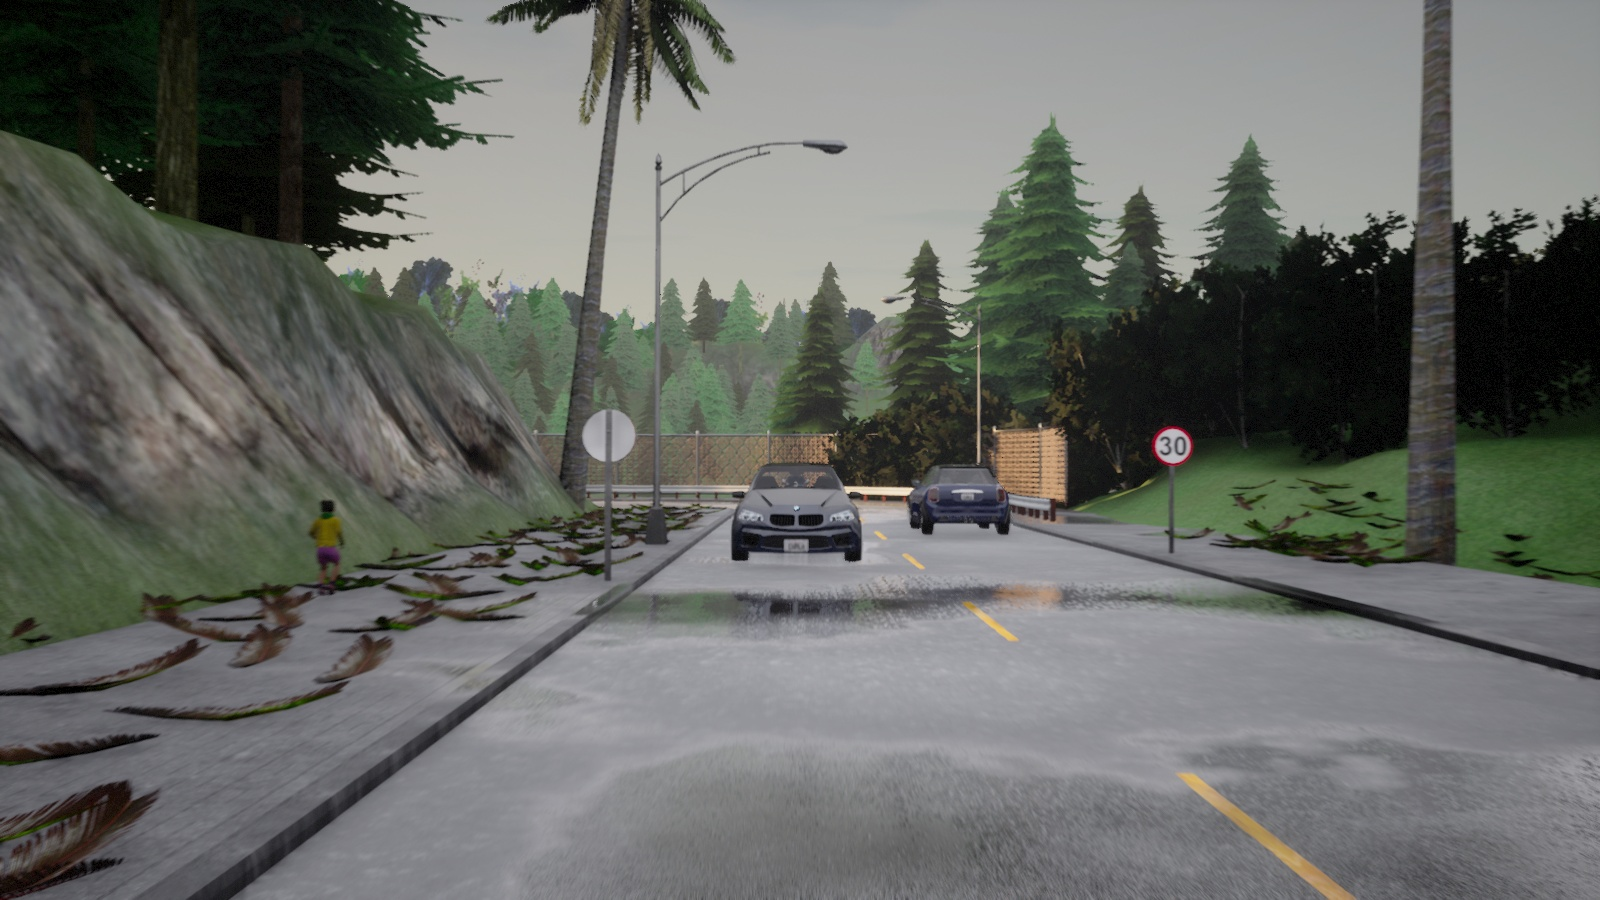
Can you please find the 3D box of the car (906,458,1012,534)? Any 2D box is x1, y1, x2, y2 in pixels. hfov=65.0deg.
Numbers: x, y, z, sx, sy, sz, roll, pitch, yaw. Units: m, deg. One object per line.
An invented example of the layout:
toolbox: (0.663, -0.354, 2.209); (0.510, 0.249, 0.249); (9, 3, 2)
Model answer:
car: (3.926, 1.116, 31.793); (2.097, 1.767, 4.553); (0, -1, 0)

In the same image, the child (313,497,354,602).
child: (-5.331, 1.128, 14.362); (0.299, 1.160, 0.473); (0, -1, 0)

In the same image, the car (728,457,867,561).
car: (-0.051, 0.984, 22.633); (2.242, 1.667, 4.611); (0, -1, 0)
